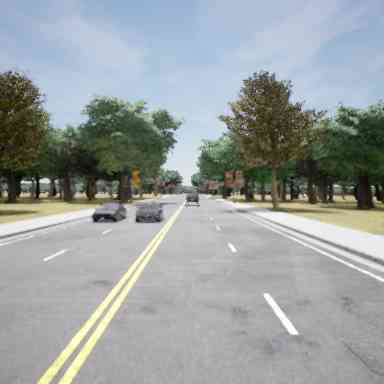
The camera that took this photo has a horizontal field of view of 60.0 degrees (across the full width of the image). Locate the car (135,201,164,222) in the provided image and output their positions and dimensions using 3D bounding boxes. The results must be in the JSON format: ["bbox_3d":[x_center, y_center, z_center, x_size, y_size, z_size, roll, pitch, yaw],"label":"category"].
[{"bbox_3d":[-3.258,1.519,26.219,1.837,1.490,4.892,0,0,0],"label":"car"}]

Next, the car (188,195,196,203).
[{"bbox_3d":[0.001,1.500,73.469,1.837,1.490,4.892,0,0,0],"label":"car"}]

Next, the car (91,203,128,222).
[{"bbox_3d":[-6.502,1.558,26.867,2.033,1.411,5.357,0,0,0],"label":"car"}]

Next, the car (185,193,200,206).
[{"bbox_3d":[0.101,1.243,55.773,2.150,2.045,5.566,0,0,0],"label":"car"}]
